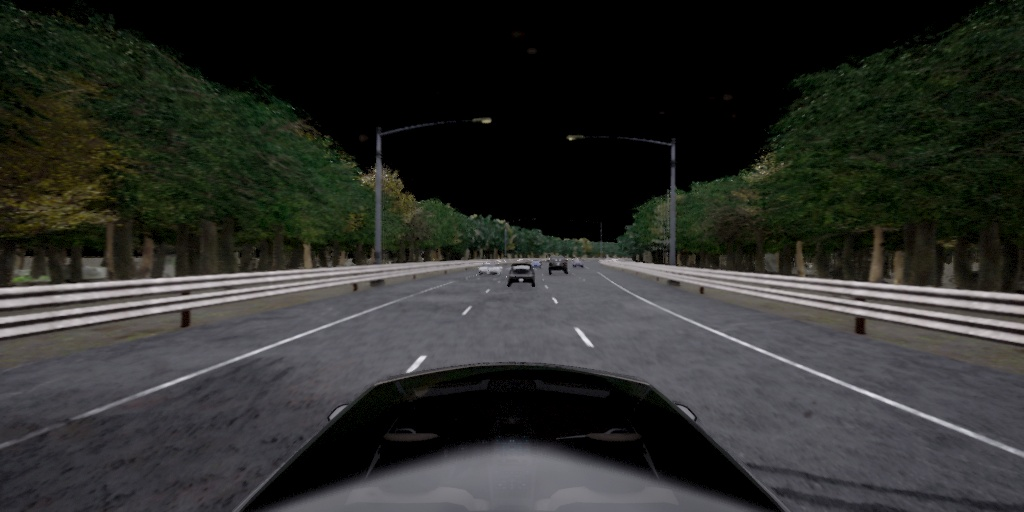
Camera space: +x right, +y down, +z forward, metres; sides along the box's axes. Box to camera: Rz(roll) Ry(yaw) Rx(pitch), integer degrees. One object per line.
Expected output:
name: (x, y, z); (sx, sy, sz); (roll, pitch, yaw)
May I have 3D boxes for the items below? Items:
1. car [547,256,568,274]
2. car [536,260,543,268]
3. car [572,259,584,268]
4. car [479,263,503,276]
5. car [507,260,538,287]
car: (5.421, 1.038, 42.592); (2.150, 2.045, 5.566); (0, 0, 6)
car: (4.273, 1.388, 61.985); (2.033, 1.411, 5.357); (0, 0, 9)
car: (11.411, 1.482, 62.380); (1.895, 1.301, 4.718); (0, 0, 9)
car: (-2.144, 1.369, 37.724); (1.895, 1.301, 4.718); (0, 0, 5)
car: (0.708, 1.278, 25.099); (1.837, 1.490, 4.892); (0, 0, 3)
